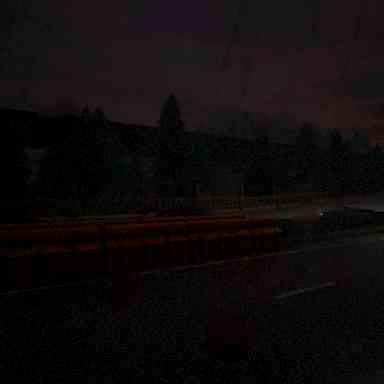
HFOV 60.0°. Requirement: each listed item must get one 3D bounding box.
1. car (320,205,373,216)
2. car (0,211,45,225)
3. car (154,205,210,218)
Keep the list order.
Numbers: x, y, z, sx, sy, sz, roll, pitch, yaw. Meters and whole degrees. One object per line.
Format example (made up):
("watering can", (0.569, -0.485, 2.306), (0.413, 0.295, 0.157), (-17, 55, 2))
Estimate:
("car", (11.451, 1.647, 24.425), (4.718, 1.301, 1.895), (-1, 1, -34))
("car", (-8.824, 1.569, 14.912), (4.181, 1.385, 1.994), (0, 0, -34))
("car", (-0.684, 1.648, 24.671), (4.181, 1.385, 1.994), (0, 0, -34))
